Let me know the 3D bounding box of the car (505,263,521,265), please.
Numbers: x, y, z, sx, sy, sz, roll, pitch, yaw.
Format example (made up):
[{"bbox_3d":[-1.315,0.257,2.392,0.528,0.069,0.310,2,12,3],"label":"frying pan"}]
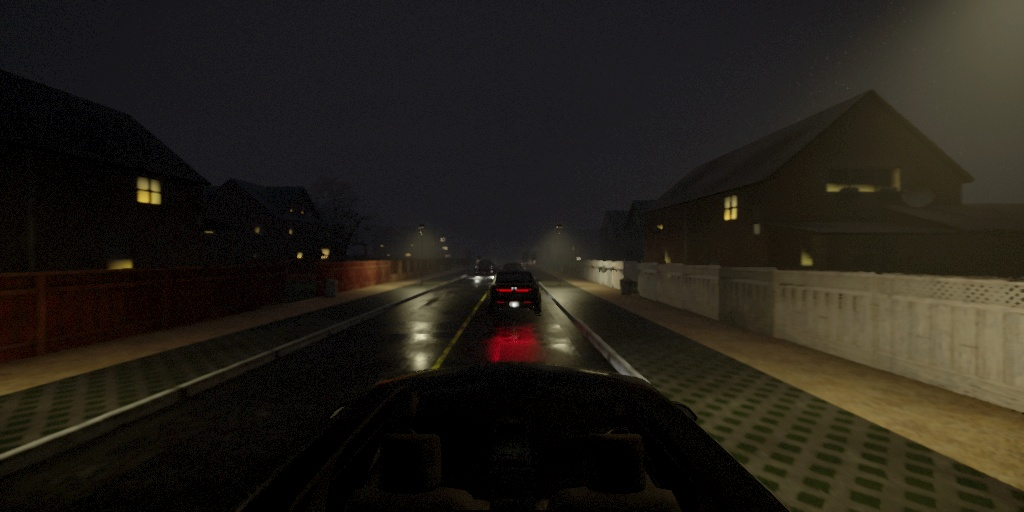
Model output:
[{"bbox_3d":[0.074,1.299,28.501,1.837,1.490,4.892,0,-1,0],"label":"car"}]

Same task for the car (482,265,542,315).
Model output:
[{"bbox_3d":[0.079,1.274,13.628,1.837,1.490,4.892,0,0,0],"label":"car"}]

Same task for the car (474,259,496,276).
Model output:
[{"bbox_3d":[-2.847,1.169,38.889,2.097,1.767,4.553,0,0,0],"label":"car"}]
